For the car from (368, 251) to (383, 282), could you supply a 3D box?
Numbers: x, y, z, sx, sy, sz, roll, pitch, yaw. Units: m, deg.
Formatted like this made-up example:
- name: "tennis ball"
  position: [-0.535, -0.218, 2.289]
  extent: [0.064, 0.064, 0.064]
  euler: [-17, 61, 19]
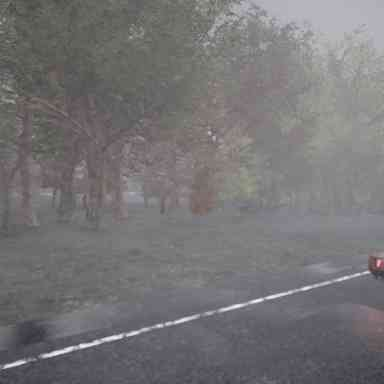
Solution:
- name: "car"
  position: [6.526, 1.690, 8.399]
  extent: [4.718, 1.301, 1.895]
  euler: [1, 0, -35]
